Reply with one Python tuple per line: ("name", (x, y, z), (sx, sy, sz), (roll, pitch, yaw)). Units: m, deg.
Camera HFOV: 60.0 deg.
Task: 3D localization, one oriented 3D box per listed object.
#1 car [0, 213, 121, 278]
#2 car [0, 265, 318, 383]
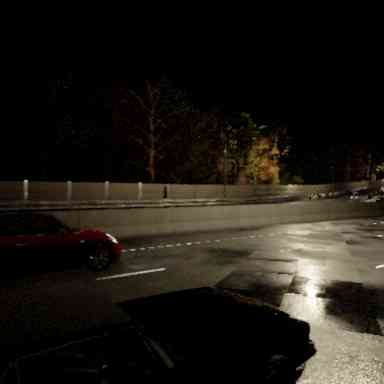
("car", (-4.312, 1.355, 9.270), (4.553, 1.767, 2.097), (0, 0, -35))
("car", (-0.952, 1.602, 3.070), (4.718, 1.301, 1.895), (0, 0, -35))
